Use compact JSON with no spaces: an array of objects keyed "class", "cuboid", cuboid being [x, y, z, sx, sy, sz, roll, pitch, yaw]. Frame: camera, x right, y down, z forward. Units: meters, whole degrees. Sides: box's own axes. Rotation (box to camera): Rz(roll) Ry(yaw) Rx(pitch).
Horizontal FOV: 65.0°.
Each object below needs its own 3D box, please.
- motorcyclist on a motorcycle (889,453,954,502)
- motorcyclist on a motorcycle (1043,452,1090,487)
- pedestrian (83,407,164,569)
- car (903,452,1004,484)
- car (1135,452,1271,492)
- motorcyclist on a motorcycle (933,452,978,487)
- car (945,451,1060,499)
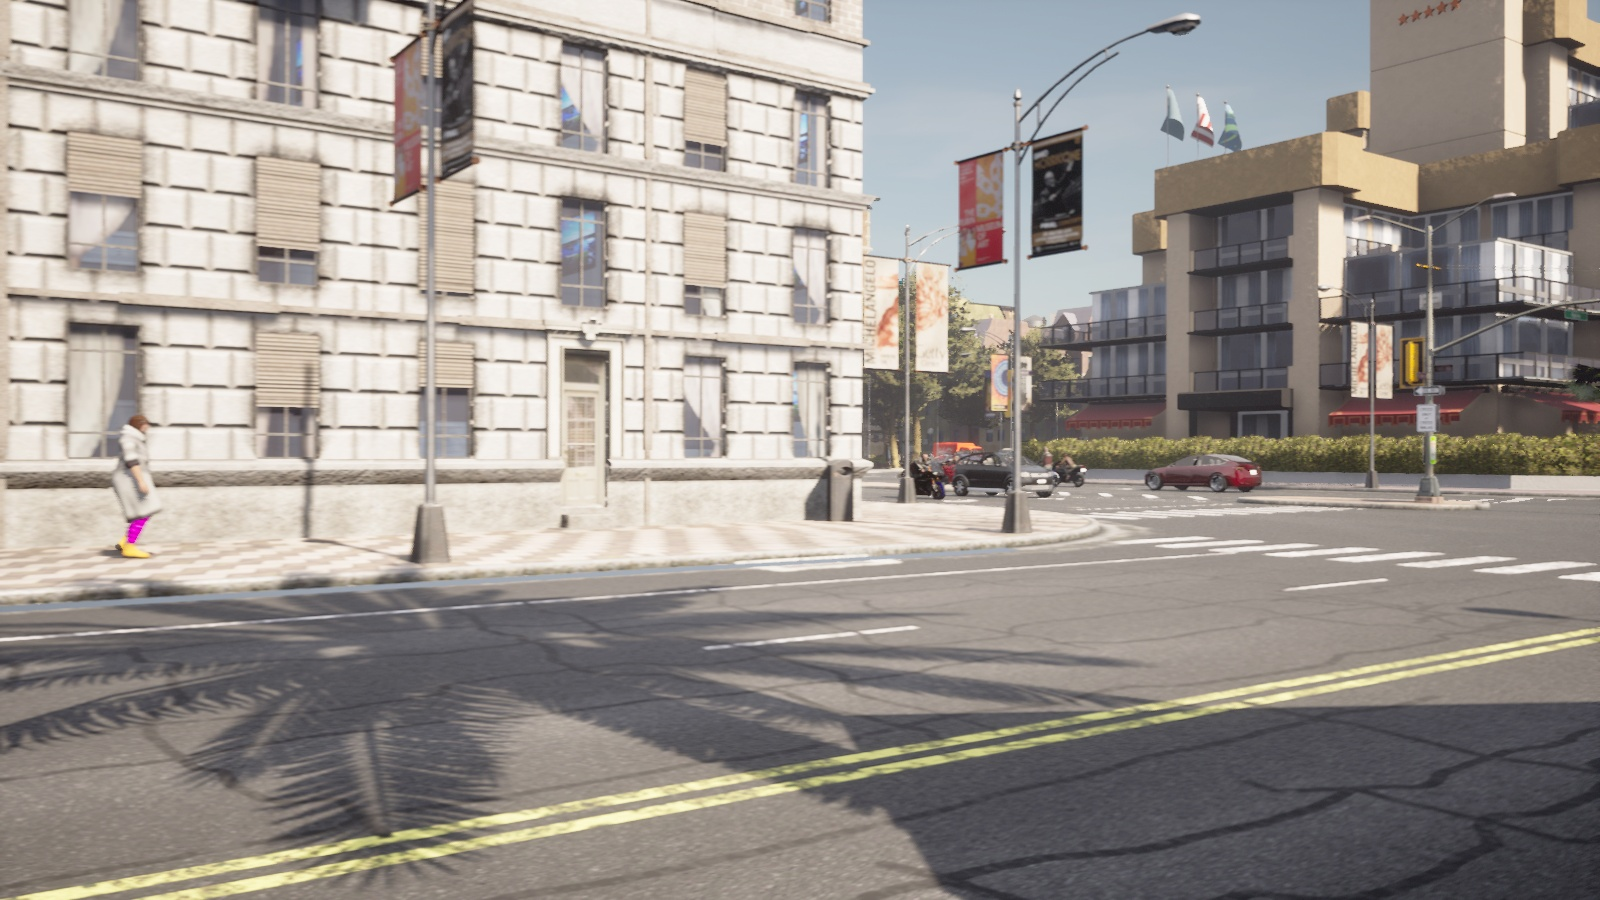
[{"class":"motorcyclist on a motorcycle","cuboid":[3.931,0.872,40.811,0.866,1.530,2.191,0,0,-35]},{"class":"motorcyclist on a motorcycle","cuboid":[11.797,0.839,55.642,0.797,1.523,2.044,0,0,-35]},{"class":"pedestrian","cuboid":[-8.411,0.458,15.634,0.873,1.952,0.659,0,0,-28]},{"class":"car","cuboid":[7.481,0.837,61.663,2.128,1.511,4.902,0,0,-35]},{"class":"car","cuboid":[15.928,0.833,49.822,2.163,1.488,4.792,0,0,-35]},{"class":"motorcyclist on a motorcycle","cuboid":[6.969,0.851,56.396,0.797,1.523,2.044,0,0,-35]},{"class":"car","cuboid":[6.848,0.814,42.748,1.789,1.549,3.705,0,0,-35]}]
